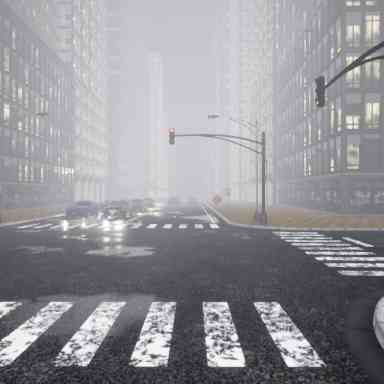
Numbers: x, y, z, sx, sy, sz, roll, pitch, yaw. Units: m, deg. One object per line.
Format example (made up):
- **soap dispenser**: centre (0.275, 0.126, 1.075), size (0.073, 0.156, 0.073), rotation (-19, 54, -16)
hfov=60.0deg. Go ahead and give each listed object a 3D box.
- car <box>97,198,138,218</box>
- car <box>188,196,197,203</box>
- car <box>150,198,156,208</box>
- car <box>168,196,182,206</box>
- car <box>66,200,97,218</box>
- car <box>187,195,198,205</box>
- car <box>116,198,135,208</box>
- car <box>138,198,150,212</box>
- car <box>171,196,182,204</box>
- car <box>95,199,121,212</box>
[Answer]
- **car**: centre (-6.614, 1.517, 30.096), size (2.128, 1.511, 4.902), rotation (0, 0, 0)
- **car**: centre (0.034, 1.622, 71.325), size (1.882, 1.535, 5.008), rotation (0, 0, 0)
- **car**: centre (-6.617, 1.593, 49.670), size (1.812, 1.442, 4.674), rotation (0, 0, 0)
- **car**: centre (-3.177, 1.571, 57.903), size (1.882, 1.535, 5.008), rotation (0, -1, 0)
- **car**: centre (-9.868, 1.503, 30.343), size (1.882, 1.535, 5.008), rotation (0, 0, 0)
- **car**: centre (0.075, 1.631, 61.478), size (1.812, 1.442, 4.674), rotation (0, 0, 0)
- **car**: centre (-9.863, 1.631, 49.400), size (1.994, 1.385, 4.181), rotation (0, 0, 0)
- **car**: centre (-6.618, 1.520, 39.623), size (1.882, 1.535, 5.008), rotation (0, 0, 0)
- **car**: centre (-3.191, 1.634, 70.342), size (2.128, 1.511, 4.902), rotation (0, 0, 0)
- **car**: centre (-9.867, 1.606, 39.476), size (1.994, 1.385, 4.181), rotation (0, 0, 0)
